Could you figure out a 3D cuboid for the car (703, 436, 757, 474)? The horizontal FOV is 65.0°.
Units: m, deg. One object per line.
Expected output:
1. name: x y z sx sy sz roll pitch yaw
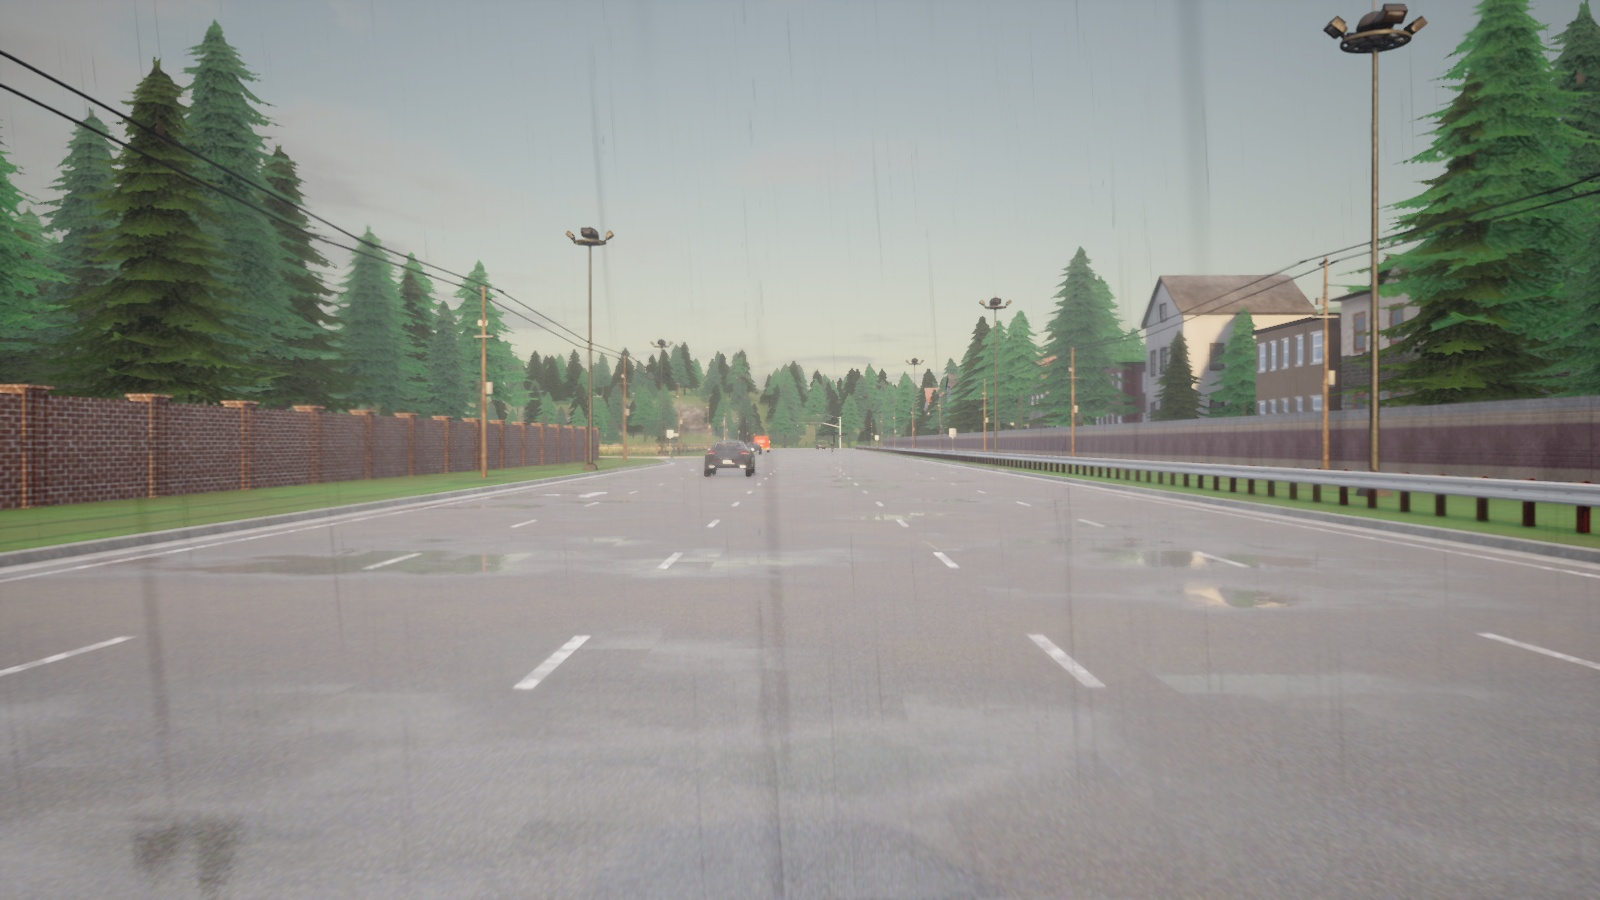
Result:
1. car: -3.158 0.200 57.226 2.152 1.651 5.027 0 0 0
